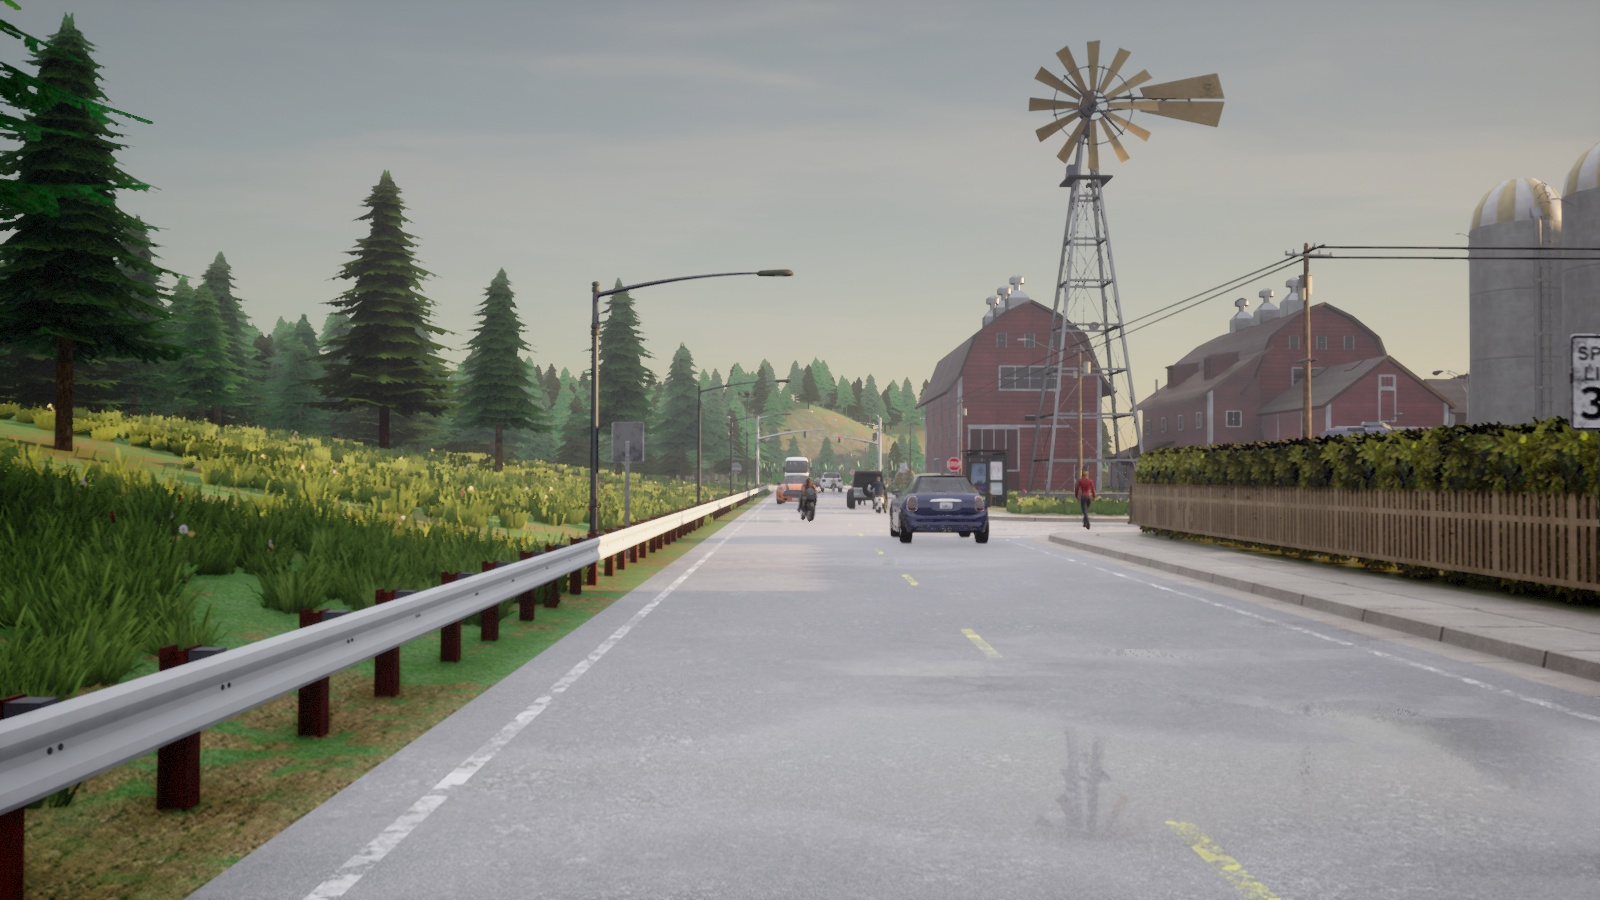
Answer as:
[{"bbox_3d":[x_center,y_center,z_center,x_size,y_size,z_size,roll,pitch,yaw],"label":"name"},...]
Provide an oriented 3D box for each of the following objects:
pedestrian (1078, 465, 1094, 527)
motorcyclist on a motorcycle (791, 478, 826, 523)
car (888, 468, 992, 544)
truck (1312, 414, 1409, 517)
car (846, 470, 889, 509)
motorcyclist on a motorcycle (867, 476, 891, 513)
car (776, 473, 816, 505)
[{"bbox_3d":[8.642,1.378,37.967,0.331,1.846,0.636,0,-1,0],"label":"pedestrian"},{"bbox_3d":[0.274,1.735,43.902,0.797,1.523,2.044,2,-2,-11],"label":"motorcyclist on a motorcycle"},{"bbox_3d":[3.419,1.337,31.513,2.097,1.767,4.553,0,-1,0],"label":"car"},{"bbox_3d":[22.969,0.649,51.202,2.891,3.827,8.468,-1,-1,29],"label":"truck"},{"bbox_3d":[3.341,1.933,62.607,1.905,1.878,3.866,0,-1,0],"label":"car"},{"bbox_3d":[3.400,1.915,54.377,0.866,1.590,1.817,0,-1,-1],"label":"motorcyclist on a motorcycle"},{"bbox_3d":[-0.191,2.209,72.003,2.097,1.767,4.553,0,-1,2],"label":"car"}]
